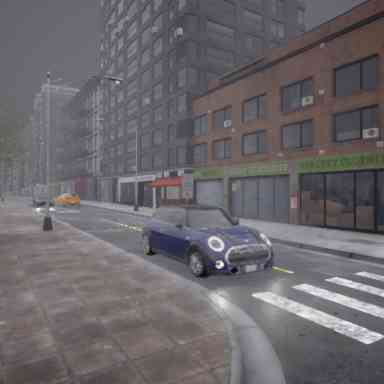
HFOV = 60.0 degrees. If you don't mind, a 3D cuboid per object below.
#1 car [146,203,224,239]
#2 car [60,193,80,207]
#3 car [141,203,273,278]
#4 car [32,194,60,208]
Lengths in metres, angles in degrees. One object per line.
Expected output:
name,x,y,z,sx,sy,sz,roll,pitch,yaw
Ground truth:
car,-0.490,1.318,16.576,1.994,1.385,4.181,0,1,-32
car,-14.537,0.889,39.105,1.882,1.535,5.008,0,0,-32
car,0.241,1.192,9.830,2.097,1.767,4.553,0,1,-32
car,-16.421,0.955,36.634,2.033,1.411,5.357,0,0,-31
